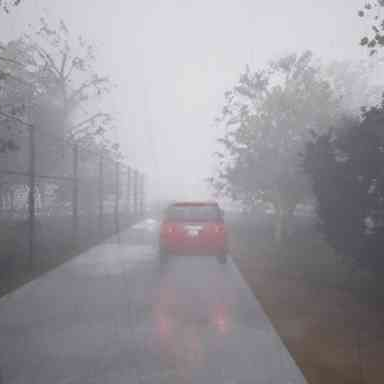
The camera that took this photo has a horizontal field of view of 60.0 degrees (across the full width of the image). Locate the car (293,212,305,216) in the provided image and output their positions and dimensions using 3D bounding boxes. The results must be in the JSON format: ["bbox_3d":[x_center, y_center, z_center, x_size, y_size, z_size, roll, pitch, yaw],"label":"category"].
[{"bbox_3d":[20.500,4.556,67.975,2.435,2.045,5.566,0,0,-18],"label":"car"}]

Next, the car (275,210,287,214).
[{"bbox_3d":[17.543,4.557,68.068,2.435,2.045,5.566,0,-1,-18],"label":"car"}]

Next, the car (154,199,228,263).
[{"bbox_3d":[0.060,1.284,12.363,2.150,2.045,5.566,0,0,0],"label":"car"}]

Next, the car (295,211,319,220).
[{"bbox_3d":[23.466,4.836,67.890,2.163,1.488,4.792,0,-1,-18],"label":"car"}]

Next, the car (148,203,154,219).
[{"bbox_3d":[-2.830,1.507,31.205,2.097,1.767,4.553,0,0,0],"label":"car"}]

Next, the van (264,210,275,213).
[{"bbox_3d":[14.530,4.585,68.293,1.878,1.987,4.442,0,0,-18],"label":"van"}]

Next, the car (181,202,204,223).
[{"bbox_3d":[0.058,1.646,28.318,1.837,1.490,4.892,0,0,0],"label":"car"}]
